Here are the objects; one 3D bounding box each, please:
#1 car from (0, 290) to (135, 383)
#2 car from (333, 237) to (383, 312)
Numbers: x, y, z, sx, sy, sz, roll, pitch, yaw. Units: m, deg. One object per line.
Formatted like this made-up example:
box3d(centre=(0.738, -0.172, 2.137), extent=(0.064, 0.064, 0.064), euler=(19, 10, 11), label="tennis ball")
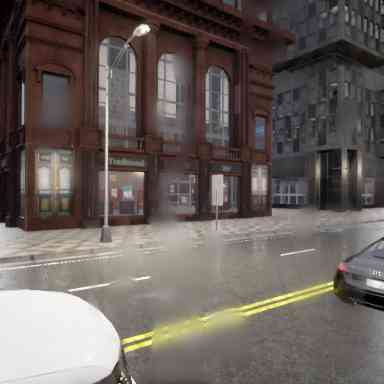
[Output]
box3d(centre=(-2.909, 1.218, 1.361), extent=(5.566, 2.045, 2.150), euler=(1, 0, -36), label="car")
box3d(centre=(4.825, 1.561, 6.899), extent=(4.181, 1.385, 1.994), euler=(0, 0, -35), label="car")
